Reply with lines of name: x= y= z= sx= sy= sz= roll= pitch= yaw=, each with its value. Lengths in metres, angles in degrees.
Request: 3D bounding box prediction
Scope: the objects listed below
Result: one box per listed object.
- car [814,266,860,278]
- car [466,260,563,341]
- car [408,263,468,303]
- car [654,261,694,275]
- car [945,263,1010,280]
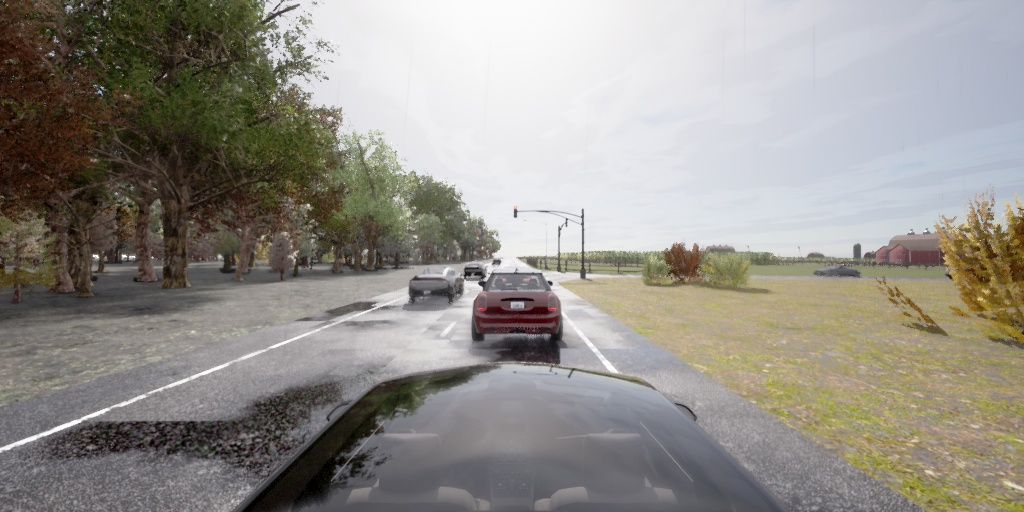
car: x=37.357 y=1.775 z=41.277 sx=4.181 sy=1.385 sz=1.994 roll=1 pitch=-1 yaw=0
car: x=0.110 y=1.103 z=10.017 sx=2.097 sy=1.767 sz=4.553 roll=0 pitch=0 yaw=0
car: x=-3.373 y=1.244 z=16.711 sx=2.128 sy=1.511 sz=4.902 roll=0 pitch=0 yaw=0
car: x=18.470 y=1.357 z=41.417 sx=4.553 sy=1.767 sz=2.097 roll=1 pitch=-1 yaw=1
car: x=48.571 y=1.765 z=37.579 sx=4.902 sy=1.511 sz=2.128 roll=1 pitch=-1 yaw=1
